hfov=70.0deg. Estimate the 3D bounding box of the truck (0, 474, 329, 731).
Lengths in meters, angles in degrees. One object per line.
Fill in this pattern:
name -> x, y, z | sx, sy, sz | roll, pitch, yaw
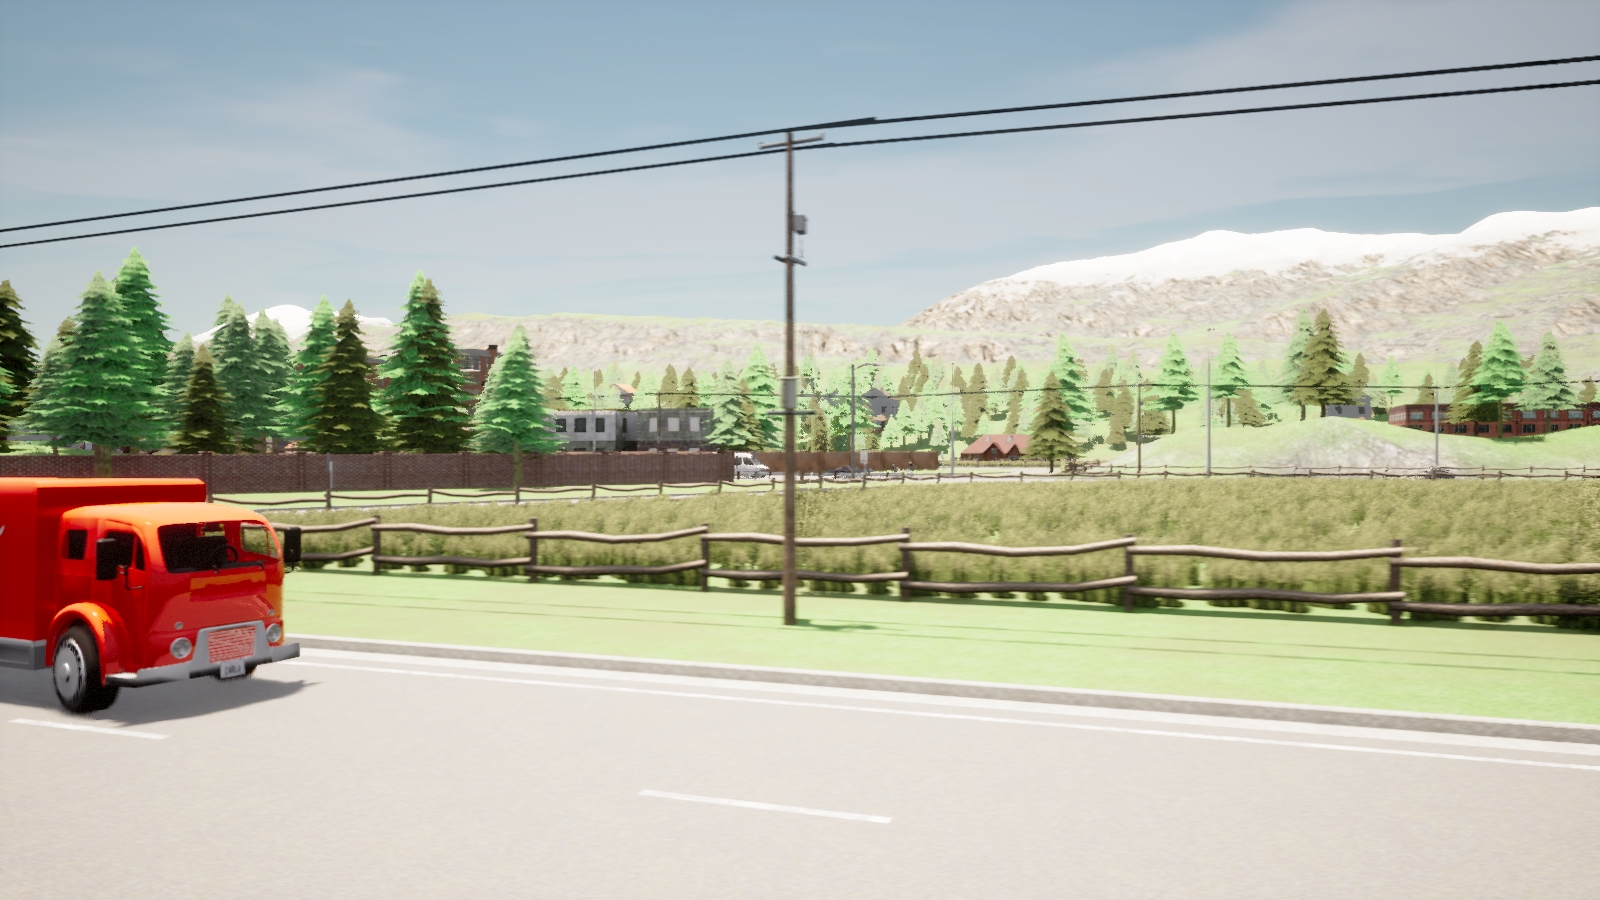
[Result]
truck -> -8.578, 1.566, 13.665 | 5.204, 2.467, 2.627 | 0, 0, 26
